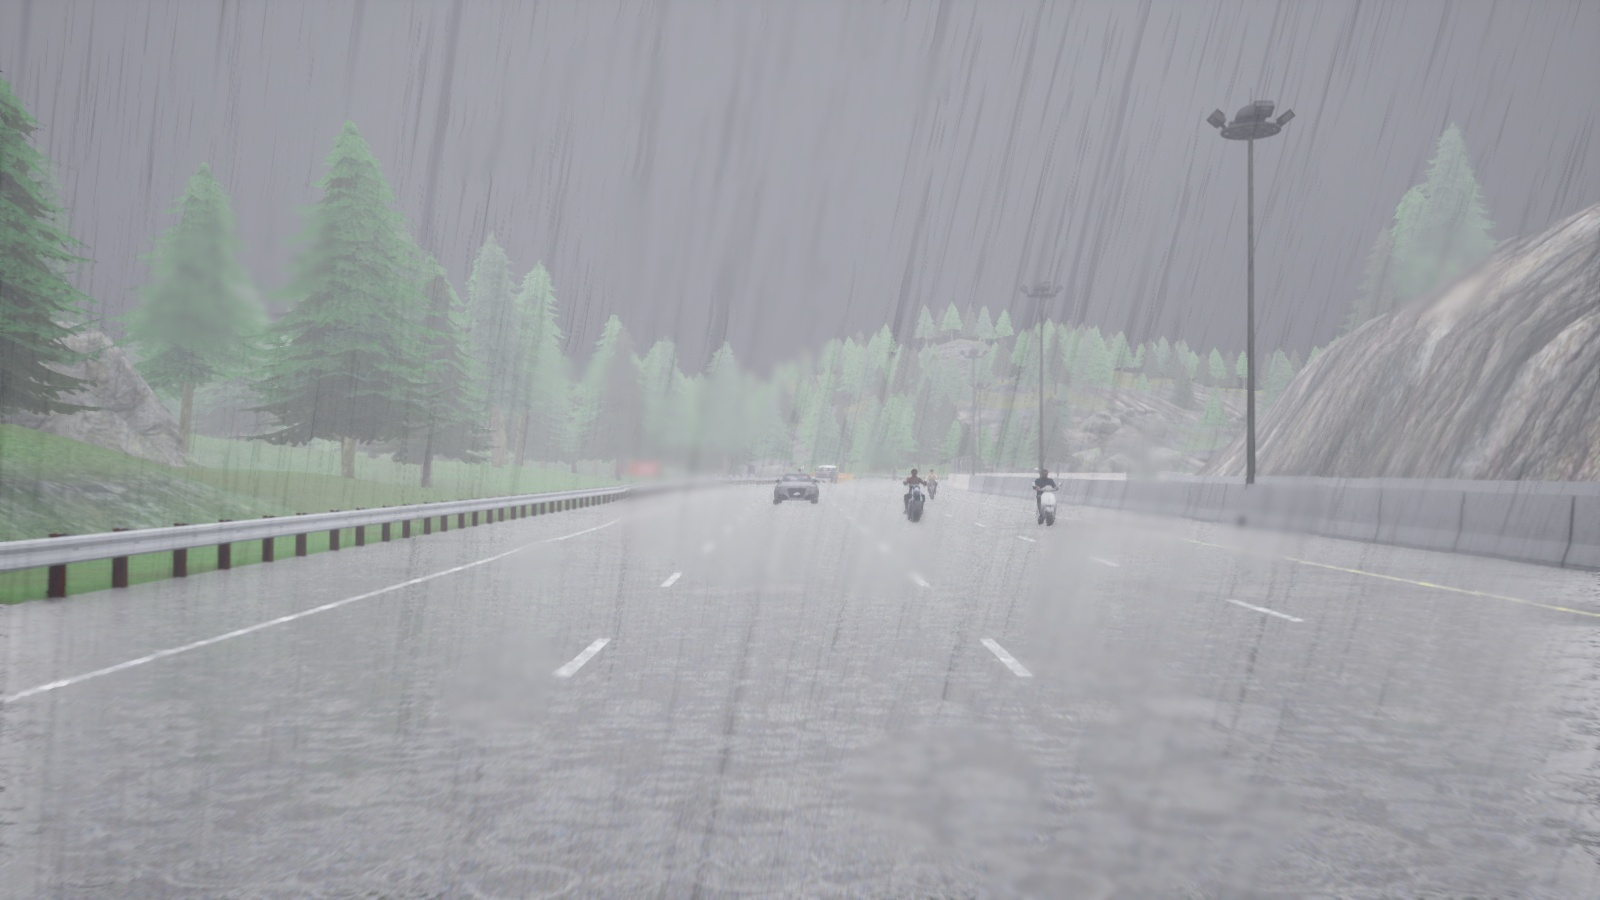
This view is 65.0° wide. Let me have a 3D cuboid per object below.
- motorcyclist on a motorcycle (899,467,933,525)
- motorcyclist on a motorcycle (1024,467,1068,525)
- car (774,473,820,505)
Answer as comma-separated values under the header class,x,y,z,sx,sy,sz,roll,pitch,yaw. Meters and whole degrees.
class,x,y,z,sx,sy,sz,roll,pitch,yaw
motorcyclist on a motorcycle,3.410,1.325,37.169,0.766,1.649,2.350,0,-1,0
motorcyclist on a motorcycle,6.914,1.287,35.408,0.866,1.590,1.817,0,-1,0
car,-0.137,1.759,56.946,1.994,1.385,4.181,0,-1,0
